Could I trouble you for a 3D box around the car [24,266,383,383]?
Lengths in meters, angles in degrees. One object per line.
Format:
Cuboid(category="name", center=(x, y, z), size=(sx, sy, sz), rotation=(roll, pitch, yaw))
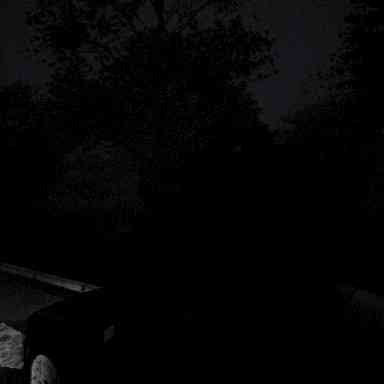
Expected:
Cuboid(category="car", center=(0.393, 1.477, 3.098), size=(5.008, 1.535, 1.882), rotation=(0, 0, 36))
